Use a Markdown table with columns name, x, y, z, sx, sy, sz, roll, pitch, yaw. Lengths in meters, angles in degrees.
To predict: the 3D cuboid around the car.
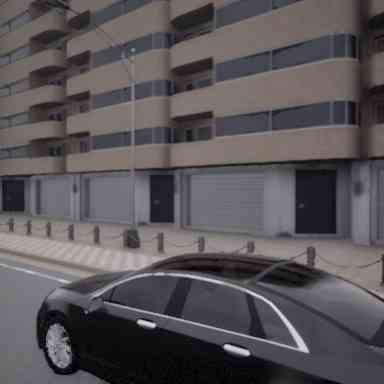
| name | x | y | z | sx | sy | sz | roll | pitch | yaw |
| --- | --- | --- | --- | --- | --- | --- | --- | --- | --- |
| car | 0.098 | 1.498 | 3.923 | 4.892 | 1.490 | 1.837 | 0 | 0 | 36 |
